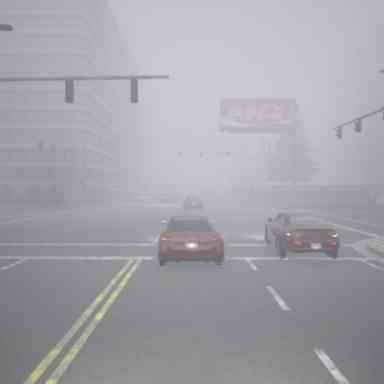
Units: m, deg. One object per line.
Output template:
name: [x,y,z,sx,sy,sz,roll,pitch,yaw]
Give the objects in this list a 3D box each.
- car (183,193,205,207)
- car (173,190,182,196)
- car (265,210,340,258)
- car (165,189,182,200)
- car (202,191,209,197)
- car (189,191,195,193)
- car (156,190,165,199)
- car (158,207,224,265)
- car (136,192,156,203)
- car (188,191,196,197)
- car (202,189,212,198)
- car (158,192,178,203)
car: [0.099,1.145,35.476,1.994,1.385,4.181,0,1,0]
car: [-3.500,0.159,81.118,1.837,1.490,4.892,0,1,0]
car: [3.798,1.383,11.994,1.812,1.442,4.674,0,1,4]
car: [-3.519,0.578,65.699,2.097,1.767,4.553,0,1,0]
car: [3.501,0.452,86.545,1.812,1.442,4.674,0,1,0]
car: [0.000,0.616,76.874,2.128,1.511,4.902,0,1,0]
car: [-7.019,0.729,65.700,1.837,1.490,4.892,0,1,1]
car: [-0.101,1.430,11.239,1.994,1.385,4.181,0,1,-3]
car: [-7.077,0.934,50.179,1.812,1.442,4.674,0,1,0]
car: [0.001,0.467,86.544,2.033,1.411,5.357,0,1,0]
car: [3.500,0.316,76.910,2.150,2.045,5.566,0,1,0]
car: [-3.578,1.012,49.964,1.895,1.301,4.718,0,1,0]
